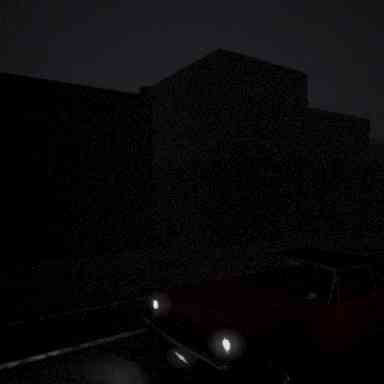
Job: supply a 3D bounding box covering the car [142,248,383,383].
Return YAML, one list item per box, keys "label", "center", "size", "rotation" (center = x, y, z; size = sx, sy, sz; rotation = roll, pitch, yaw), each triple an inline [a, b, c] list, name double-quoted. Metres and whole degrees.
- label: "car"
  center: [1.670, 1.639, 5.178]
  size: [4.718, 1.301, 1.895]
  rotation: [1, 0, -35]
